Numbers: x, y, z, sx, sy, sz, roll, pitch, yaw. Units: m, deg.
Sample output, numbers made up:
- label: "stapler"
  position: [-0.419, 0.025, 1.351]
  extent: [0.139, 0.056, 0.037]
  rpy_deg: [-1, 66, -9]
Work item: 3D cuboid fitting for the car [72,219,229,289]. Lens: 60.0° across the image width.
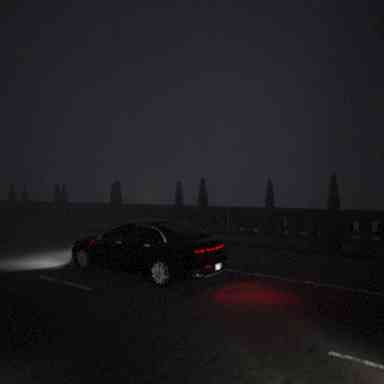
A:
- label: "car"
  position: [-1.347, 1.507, 9.249]
  extent: [4.892, 1.490, 1.837]
  rpy_deg: [0, 0, 35]
